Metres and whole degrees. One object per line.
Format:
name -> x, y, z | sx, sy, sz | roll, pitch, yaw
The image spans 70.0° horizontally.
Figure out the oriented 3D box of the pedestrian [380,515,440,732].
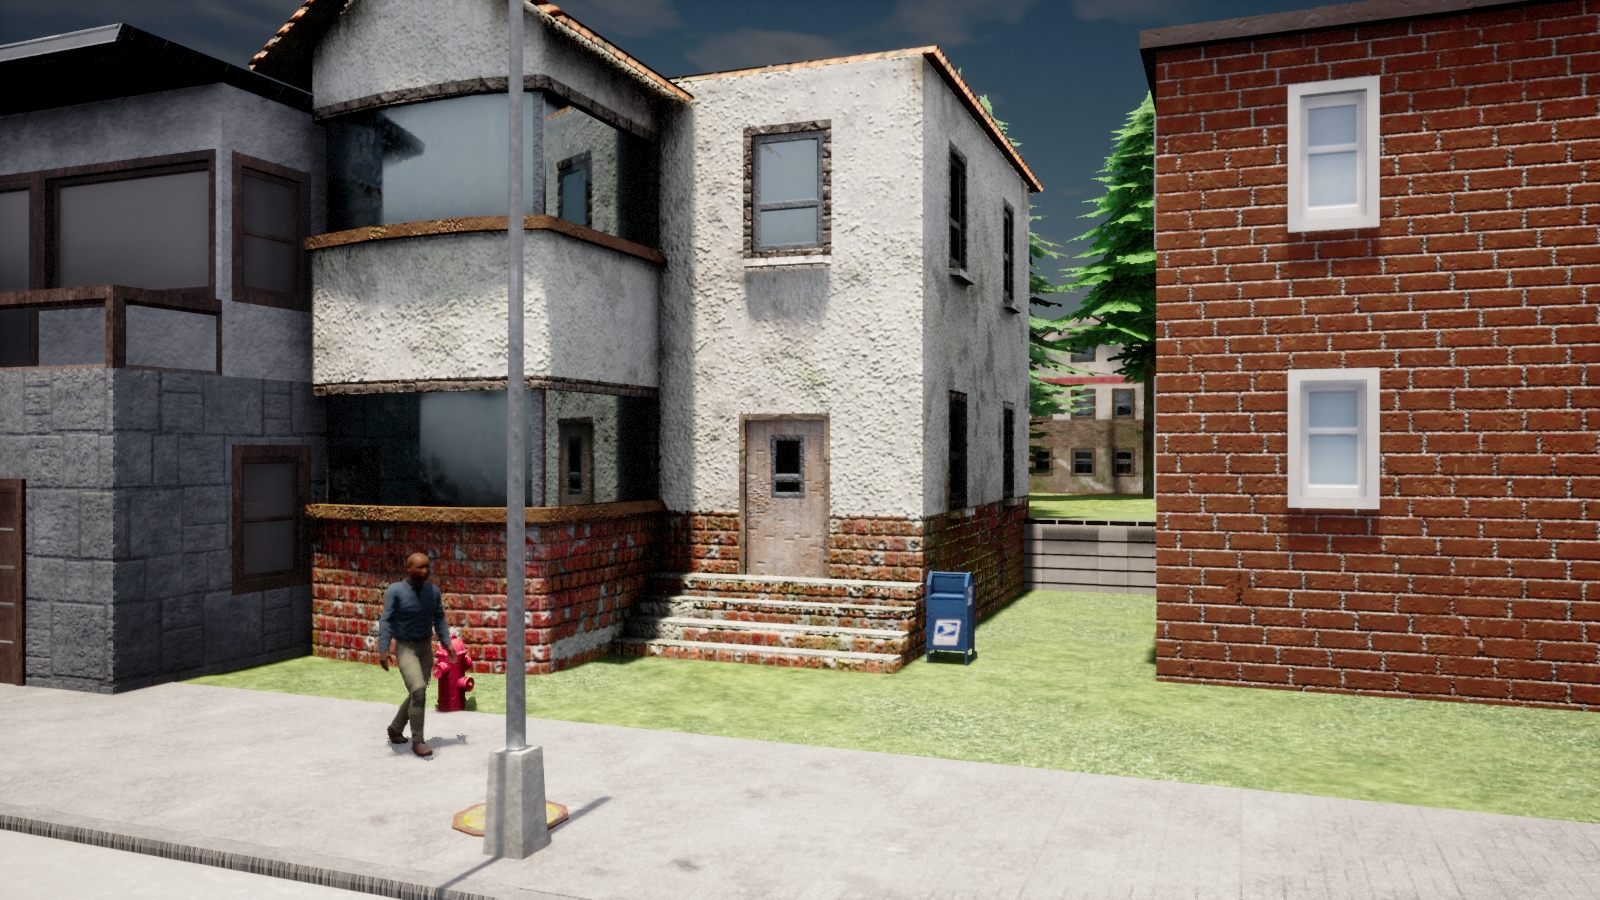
pedestrian -> -3.488, 1.524, 10.213 | 0.375, 1.860, 0.375 | 0, 0, 43
